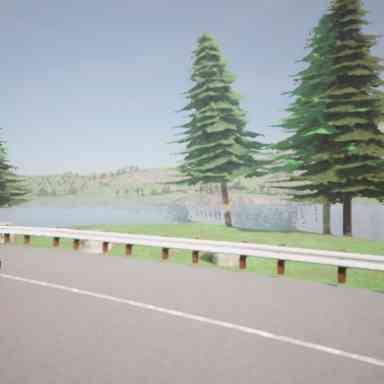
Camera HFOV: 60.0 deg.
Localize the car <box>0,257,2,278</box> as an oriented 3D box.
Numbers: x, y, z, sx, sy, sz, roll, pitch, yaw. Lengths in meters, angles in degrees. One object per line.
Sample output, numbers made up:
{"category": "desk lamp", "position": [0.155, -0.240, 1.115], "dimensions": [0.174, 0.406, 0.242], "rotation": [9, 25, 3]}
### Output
{"category": "car", "position": [-6.411, 1.530, 7.574], "dimensions": [4.892, 1.490, 1.837], "rotation": [0, 0, 29]}
